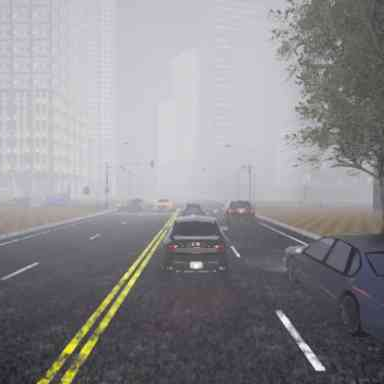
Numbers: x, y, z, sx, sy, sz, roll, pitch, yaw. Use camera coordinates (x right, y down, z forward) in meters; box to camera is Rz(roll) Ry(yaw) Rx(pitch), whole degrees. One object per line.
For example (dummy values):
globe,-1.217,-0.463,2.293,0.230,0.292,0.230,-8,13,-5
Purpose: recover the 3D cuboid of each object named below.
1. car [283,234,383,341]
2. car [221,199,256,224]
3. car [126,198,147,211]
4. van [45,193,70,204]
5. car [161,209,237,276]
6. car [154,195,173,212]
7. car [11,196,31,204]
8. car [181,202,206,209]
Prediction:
car,3.351,1.544,6.534,2.033,1.411,5.357,0,0,0
car,3.353,1.331,24.702,2.097,1.767,4.553,0,0,0
car,-6.493,1.455,39.368,1.882,1.535,5.008,0,0,0
van,-22.641,1.136,56.216,3.998,1.788,1.690,0,0,1
car,0.102,1.498,10.315,1.837,1.490,4.892,0,0,0
car,-3.249,1.436,38.763,1.882,1.535,5.008,0,0,0
car,-28.180,1.314,56.264,4.507,1.381,1.887,0,0,1
car,0.105,1.503,26.081,1.812,1.442,4.674,0,0,0
